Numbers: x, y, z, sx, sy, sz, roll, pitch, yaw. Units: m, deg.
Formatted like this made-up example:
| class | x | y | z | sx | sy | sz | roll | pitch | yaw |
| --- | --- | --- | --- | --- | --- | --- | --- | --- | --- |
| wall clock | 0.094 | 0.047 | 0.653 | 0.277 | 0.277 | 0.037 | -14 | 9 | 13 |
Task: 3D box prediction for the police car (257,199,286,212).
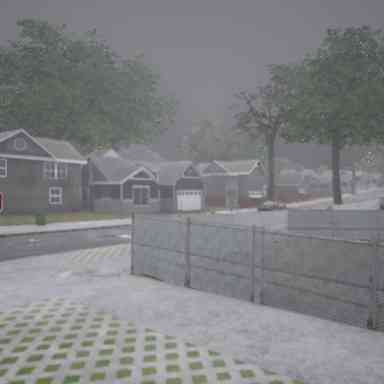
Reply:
| class | x | y | z | sx | sy | sz | roll | pitch | yaw |
| --- | --- | --- | --- | --- | --- | --- | --- | --- | --- |
| police car | 9.085 | 1.641 | 37.998 | 1.930 | 1.638 | 5.238 | 0 | 0 | 36 |
